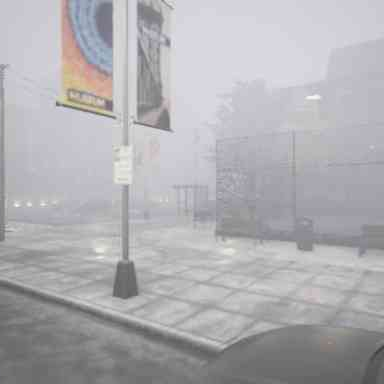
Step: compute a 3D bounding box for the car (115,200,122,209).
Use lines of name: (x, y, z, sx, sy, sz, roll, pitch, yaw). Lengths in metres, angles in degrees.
car: (-8.506, 1.356, 45.570, 2.097, 1.767, 4.553, 0, 0, 35)

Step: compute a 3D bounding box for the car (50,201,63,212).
car: (-13.742, 1.509, 38.110, 1.837, 1.490, 4.892, 0, 0, 35)

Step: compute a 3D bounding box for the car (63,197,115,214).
car: (-11.026, 1.355, 35.884, 2.097, 1.767, 4.553, 0, 0, 35)

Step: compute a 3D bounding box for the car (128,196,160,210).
car: (-6.068, 1.567, 42.956, 1.994, 1.385, 4.181, 0, 0, 35)

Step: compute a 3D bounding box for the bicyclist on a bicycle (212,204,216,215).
bicyclist on a bicycle: (2.432, 1.302, 29.863, 1.656, 1.620, 0.582, 0, 0, 35)

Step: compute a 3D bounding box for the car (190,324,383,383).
car: (2.230, 1.480, 1.542, 5.008, 1.535, 2.097, 0, 0, 35)

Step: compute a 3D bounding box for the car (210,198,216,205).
car: (4.541, 1.604, 51.858, 1.895, 1.301, 4.718, 0, 0, 35)
